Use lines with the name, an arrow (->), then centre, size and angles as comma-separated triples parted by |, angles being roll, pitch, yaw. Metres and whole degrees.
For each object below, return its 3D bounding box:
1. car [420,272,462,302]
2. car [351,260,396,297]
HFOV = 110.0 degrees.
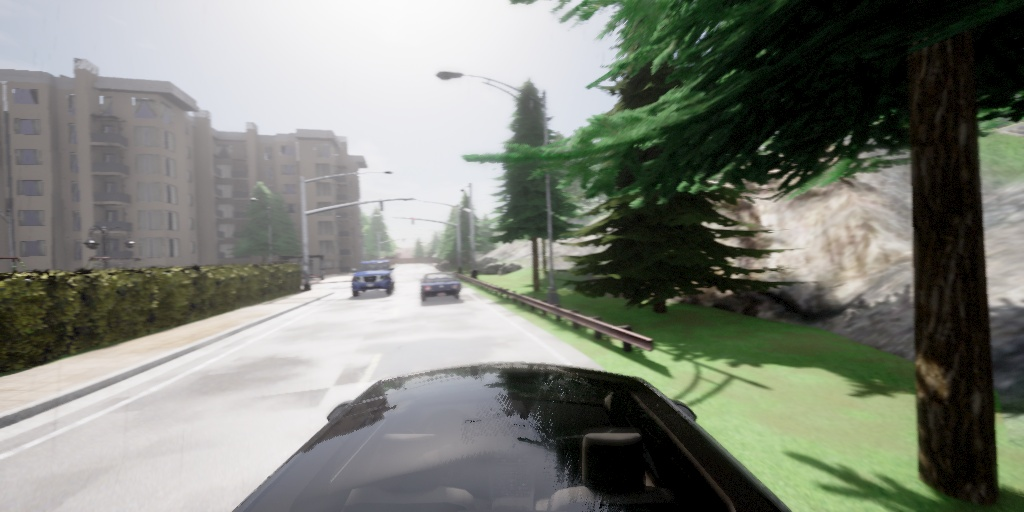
car -> -3.740, 1.477, 18.353 | 1.895, 1.301, 4.718 | -3, 0, -15
car -> -8.545, 1.286, 22.491 | 2.150, 2.045, 5.566 | -3, 0, -14
